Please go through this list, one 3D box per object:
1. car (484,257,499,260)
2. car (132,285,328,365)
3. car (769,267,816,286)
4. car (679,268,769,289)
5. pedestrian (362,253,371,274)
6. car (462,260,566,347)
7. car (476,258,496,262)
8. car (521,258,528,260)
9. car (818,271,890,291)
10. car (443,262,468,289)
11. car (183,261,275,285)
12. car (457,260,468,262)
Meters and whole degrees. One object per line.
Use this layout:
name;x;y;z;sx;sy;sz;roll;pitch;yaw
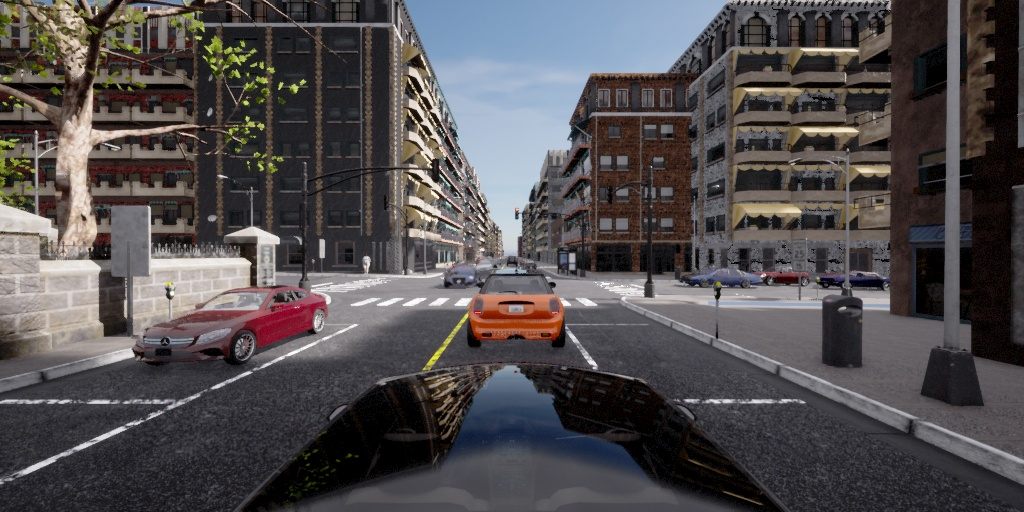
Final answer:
car;-3.154;1.250;56.454;1.837;1.490;4.892;0;1;0
car;-5.696;1.331;7.953;1.802;1.307;4.207;0;0;0
car;21.348;1.571;28.834;4.097;1.591;1.967;0;0;-1
car;15.220;1.584;26.190;5.357;1.411;2.033;1;0;-1
pedestrian;-12.748;0.651;31.348;0.375;1.860;0.375;0;-1;-1
car;0.118;1.101;9.463;2.097;1.767;4.553;0;0;1
car;-3.149;1.273;41.687;1.812;1.442;4.674;0;0;0
car;2.631;1.298;51.646;2.007;1.370;4.403;0;0;0
car;25.253;1.815;26.321;4.718;1.301;1.895;1;0;-1
car;-3.125;1.312;23.135;1.994;1.385;4.181;0;0;0
car;-17.673;1.034;22.550;4.181;1.385;1.994;1;0;-1
car;-5.735;1.187;40.364;1.967;1.591;4.097;0;0;0
